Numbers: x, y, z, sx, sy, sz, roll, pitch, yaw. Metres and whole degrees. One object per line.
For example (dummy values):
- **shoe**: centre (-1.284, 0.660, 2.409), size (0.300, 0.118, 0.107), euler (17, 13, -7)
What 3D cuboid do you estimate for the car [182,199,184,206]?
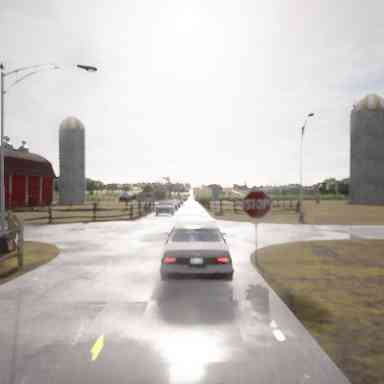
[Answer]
- **car**: centre (-2.825, 1.915, 55.966), size (2.128, 1.511, 4.902), euler (0, -1, 0)

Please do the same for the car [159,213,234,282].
- **car**: centre (0.102, 1.582, 9.861), size (2.033, 1.411, 5.357), euler (0, 0, 0)

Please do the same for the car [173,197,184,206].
- **car**: centre (-2.746, 1.952, 68.216), size (2.097, 1.767, 4.553), euler (0, -1, 0)

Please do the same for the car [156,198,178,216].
- **car**: centre (-2.848, 1.708, 36.329), size (1.882, 1.535, 5.008), euler (0, 0, 0)

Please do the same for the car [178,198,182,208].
- **car**: centre (-2.841, 1.803, 45.819), size (2.128, 1.511, 4.902), euler (0, -1, 0)
